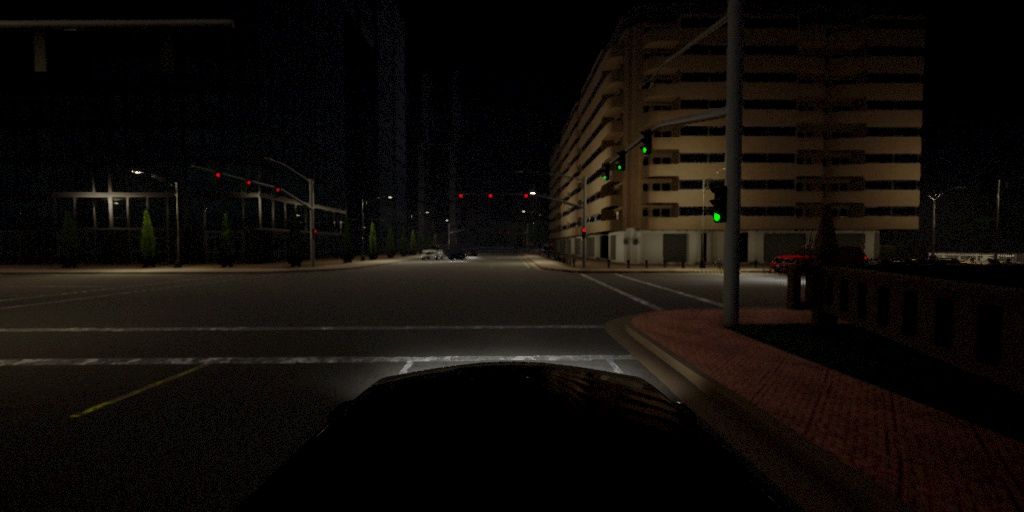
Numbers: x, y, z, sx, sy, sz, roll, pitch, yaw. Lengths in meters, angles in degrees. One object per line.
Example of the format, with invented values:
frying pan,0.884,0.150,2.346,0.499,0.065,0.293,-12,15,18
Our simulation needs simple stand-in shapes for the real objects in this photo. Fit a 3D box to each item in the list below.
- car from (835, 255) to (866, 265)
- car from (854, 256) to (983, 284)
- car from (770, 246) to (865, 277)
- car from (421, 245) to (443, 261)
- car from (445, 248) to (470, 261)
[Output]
car,21.676,0.788,21.018,4.718,1.301,1.895,0,2,-1
car,16.685,0.890,13.856,5.008,1.535,1.882,0,2,-1
car,20.922,0.304,24.496,5.566,2.045,2.150,0,2,-1
car,-10.891,-0.452,49.256,2.150,2.045,5.566,0,1,0
car,-7.390,-0.119,48.786,2.033,1.411,5.357,0,2,0
